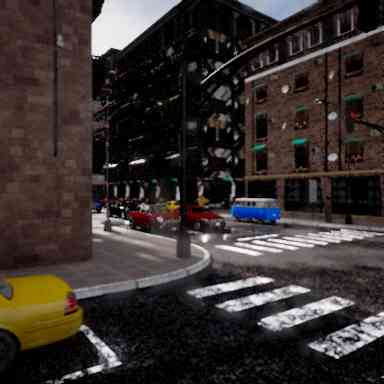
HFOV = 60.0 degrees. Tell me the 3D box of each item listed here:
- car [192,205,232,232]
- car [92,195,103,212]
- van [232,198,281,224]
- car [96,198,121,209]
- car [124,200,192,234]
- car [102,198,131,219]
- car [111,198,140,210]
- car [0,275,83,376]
[{"bbox_3d":[0.165,1.578,21.080,1.812,1.442,4.674,0,0,-34],"label":"car"},{"bbox_3d":[-12.150,1.252,38.026,2.150,2.045,5.566,0,0,-36],"label":"car"},{"bbox_3d":[4.655,1.383,24.750,1.690,1.788,3.998,0,0,-36],"label":"van"},{"bbox_3d":[-11.996,1.565,47.642,1.887,1.381,4.507,0,0,-36],"label":"car"},{"bbox_3d":[-2.134,1.496,19.836,1.967,1.590,4.097,0,0,-36],"label":"car"},{"bbox_3d":[-5.880,1.543,29.386,1.837,1.490,4.892,0,0,-36],"label":"car"},{"bbox_3d":[-8.666,1.566,43.064,1.887,1.381,4.507,0,0,-36],"label":"car"},{"bbox_3d":[-3.826,1.520,3.835,4.829,1.417,1.752,0,-1,-36],"label":"car"}]
